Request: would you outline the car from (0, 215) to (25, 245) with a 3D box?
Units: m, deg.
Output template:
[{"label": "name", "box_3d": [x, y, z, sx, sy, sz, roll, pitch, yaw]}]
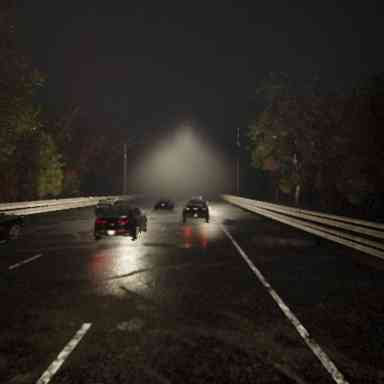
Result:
[{"label": "car", "box_3d": [-6.841, 1.195, 9.717, 1.895, 1.301, 4.718, 4, 5, -1]}]

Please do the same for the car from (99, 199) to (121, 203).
[{"label": "car", "box_3d": [-6.658, 1.311, 27.681, 2.128, 1.511, 4.902, 0, 0, 1]}]

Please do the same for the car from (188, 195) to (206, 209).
[{"label": "car", "box_3d": [0.601, 1.213, 41.216, 2.128, 1.511, 4.902, 0, 0, 1]}]

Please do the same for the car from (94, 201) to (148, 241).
[{"label": "car", "box_3d": [-3.316, 1.401, 16.178, 1.837, 1.490, 4.892, 0, 0, 1]}]

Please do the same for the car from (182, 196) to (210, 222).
[{"label": "car", "box_3d": [0.280, 1.331, 24.332, 2.128, 1.511, 4.902, 0, 0, 1]}]

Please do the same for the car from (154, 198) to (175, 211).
[{"label": "car", "box_3d": [-2.992, 1.317, 37.039, 1.994, 1.385, 4.181, 0, 0, 1]}]
